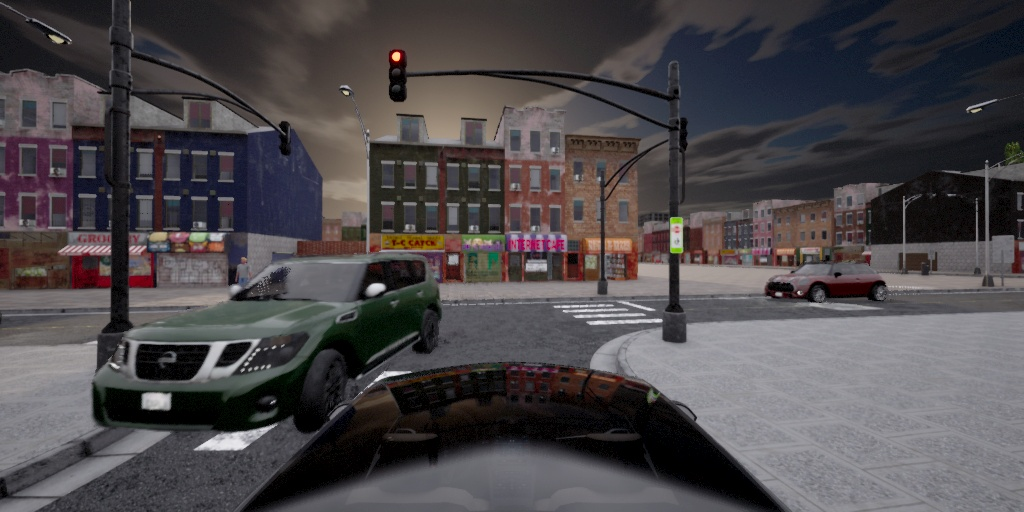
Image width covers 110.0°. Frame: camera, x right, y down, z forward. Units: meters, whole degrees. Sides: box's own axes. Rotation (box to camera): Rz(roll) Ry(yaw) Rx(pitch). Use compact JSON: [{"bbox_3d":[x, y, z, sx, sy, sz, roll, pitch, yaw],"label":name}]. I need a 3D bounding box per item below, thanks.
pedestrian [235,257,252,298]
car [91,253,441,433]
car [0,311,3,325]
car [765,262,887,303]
[{"bbox_3d":[-11.107,0.943,14.926,0.375,1.860,0.375,0,0,-9],"label":"pedestrian"},{"bbox_3d":[-2.910,0.970,6.003,2.150,2.045,5.566,-1,0,7],"label":"car"},{"bbox_3d":[-15.410,1.276,8.332,4.902,1.511,2.128,0,0,-8],"label":"car"},{"bbox_3d":[13.771,1.068,15.879,4.553,1.767,2.097,0,0,-9],"label":"car"}]
